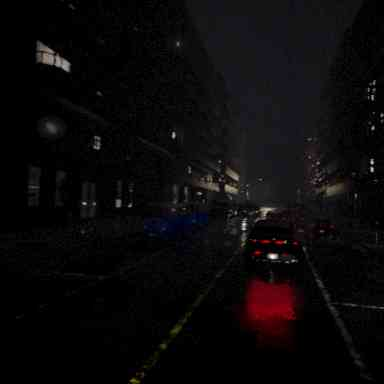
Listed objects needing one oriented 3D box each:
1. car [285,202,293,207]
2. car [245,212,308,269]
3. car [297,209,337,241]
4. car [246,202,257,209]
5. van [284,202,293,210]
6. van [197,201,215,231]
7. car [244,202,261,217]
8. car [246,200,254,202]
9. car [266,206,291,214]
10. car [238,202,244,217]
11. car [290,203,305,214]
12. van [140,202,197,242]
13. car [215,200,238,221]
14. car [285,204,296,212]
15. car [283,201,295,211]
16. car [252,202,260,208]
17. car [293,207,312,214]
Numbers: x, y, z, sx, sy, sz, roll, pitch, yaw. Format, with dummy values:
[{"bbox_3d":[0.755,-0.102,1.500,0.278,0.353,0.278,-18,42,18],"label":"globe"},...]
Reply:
[{"bbox_3d":[13.255,2.309,41.884,2.192,1.841,5.009,3,0,15],"label":"car"},{"bbox_3d":[3.076,1.755,12.452,1.837,1.490,4.892,2,-1,15],"label":"car"},{"bbox_3d":[7.718,2.067,20.464,1.887,1.381,4.507,3,0,15],"label":"car"},{"bbox_3d":[12.608,2.890,70.675,1.887,1.381,4.507,3,0,15],"label":"car"},{"bbox_3d":[22.972,3.230,79.354,1.690,1.788,3.998,3,-1,15],"label":"van"},{"bbox_3d":[0.125,1.586,22.509,1.690,1.788,3.998,4,0,15],"label":"van"},{"bbox_3d":[7.224,2.255,39.851,1.812,1.442,4.674,2,-1,15],"label":"car"},{"bbox_3d":[11.234,2.531,65.324,2.192,1.841,5.009,3,0,15],"label":"car"},{"bbox_3d":[7.488,2.217,29.441,1.895,1.301,4.718,2,-1,15],"label":"car"},{"bbox_3d":[4.293,1.912,38.564,2.192,1.841,5.009,4,0,15],"label":"car"},{"bbox_3d":[10.510,2.197,31.168,1.967,1.590,4.097,3,0,15],"label":"car"},{"bbox_3d":[-1.263,1.471,17.155,1.690,1.788,3.998,4,0,15],"label":"van"},{"bbox_3d":[2.904,1.794,33.213,2.192,1.841,5.009,4,0,15],"label":"car"},{"bbox_3d":[18.793,3.075,63.294,1.802,1.307,4.206,3,-1,15],"label":"car"},{"bbox_3d":[21.585,3.070,74.001,2.192,1.841,5.009,3,-1,15],"label":"car"},{"bbox_3d":[16.770,3.328,86.733,1.802,1.307,4.206,3,-1,15],"label":"car"},{"bbox_3d":[9.107,2.184,25.816,1.887,1.381,4.507,3,0,15],"label":"car"}]
